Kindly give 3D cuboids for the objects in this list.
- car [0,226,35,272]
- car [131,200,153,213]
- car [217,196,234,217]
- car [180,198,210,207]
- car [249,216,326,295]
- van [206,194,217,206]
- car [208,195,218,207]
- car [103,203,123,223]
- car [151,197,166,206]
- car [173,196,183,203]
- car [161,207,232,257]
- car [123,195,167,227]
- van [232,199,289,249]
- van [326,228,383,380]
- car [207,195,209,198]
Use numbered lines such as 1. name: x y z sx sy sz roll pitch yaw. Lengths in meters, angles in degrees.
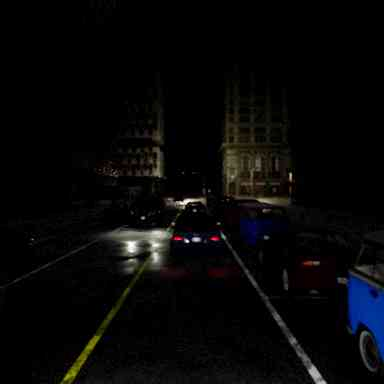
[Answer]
1. car: -5.632 1.583 8.620 1.802 1.307 4.206 0 0 0
2. car: -5.490 1.577 36.865 1.802 1.307 4.206 0 0 0
3. car: 2.948 1.316 19.877 2.192 1.841 5.009 0 0 0
4. car: 0.241 1.547 29.418 2.033 1.411 5.357 0 0 0
5. car: 2.892 1.545 8.581 1.887 1.381 4.507 0 0 0
6. van: 3.119 1.317 53.770 1.690 1.788 3.998 0 0 0
7. car: 3.005 1.313 31.175 2.192 1.841 5.009 0 0 0
8. car: -5.547 1.546 25.567 1.887 1.381 4.507 0 0 0
9. car: -5.405 1.542 53.812 1.947 1.339 4.313 0 0 0
10. car: -2.665 1.555 67.460 1.994 1.385 4.181 0 0 0
11. car: 0.154 1.548 12.952 2.033 1.411 5.357 0 0 0
12. car: -2.987 1.223 23.144 2.150 2.045 5.566 0 0 0
13. van: 2.919 1.342 14.229 1.690 1.788 3.998 0 0 0
14. van: 2.862 1.341 2.932 1.690 1.788 3.998 0 0 0
15. car: 3.092 1.565 48.121 1.802 1.307 4.206 0 0 0
